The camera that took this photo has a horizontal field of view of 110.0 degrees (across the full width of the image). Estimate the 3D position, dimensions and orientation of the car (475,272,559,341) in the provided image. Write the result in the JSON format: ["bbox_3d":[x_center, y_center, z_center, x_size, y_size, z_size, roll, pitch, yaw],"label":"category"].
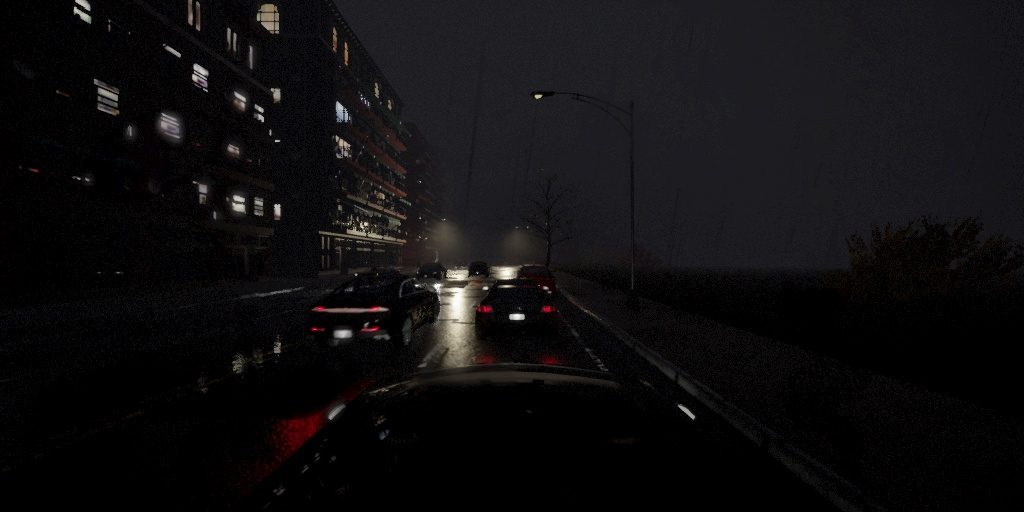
[{"bbox_3d":[0.107,1.315,9.929,1.994,1.385,4.181,0,0,0],"label":"car"}]

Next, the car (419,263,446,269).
[{"bbox_3d":[-6.595,1.278,29.777,1.812,1.442,4.674,0,0,0],"label":"car"}]

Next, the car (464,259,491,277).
[{"bbox_3d":[-3.130,1.258,34.713,1.837,1.490,4.892,0,0,0],"label":"car"}]

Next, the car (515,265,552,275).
[{"bbox_3d":[1.148,1.230,18.849,1.882,1.535,5.008,0,0,0],"label":"car"}]

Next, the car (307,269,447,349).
[{"bbox_3d":[-3.146,1.241,9.102,2.128,1.511,4.902,0,0,0],"label":"car"}]

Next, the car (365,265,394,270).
[{"bbox_3d":[-9.835,1.353,26.426,1.895,1.301,4.718,0,0,0],"label":"car"}]
